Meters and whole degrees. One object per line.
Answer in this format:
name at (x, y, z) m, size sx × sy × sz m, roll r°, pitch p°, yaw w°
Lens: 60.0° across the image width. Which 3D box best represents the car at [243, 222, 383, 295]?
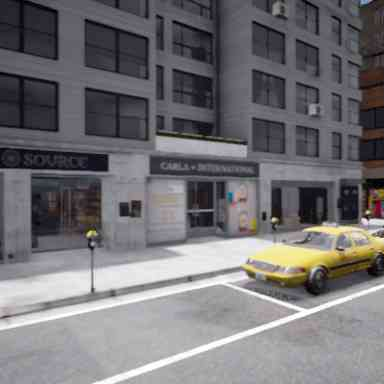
car at (3.460, 1.503, 8.658) m, size 4.829 × 1.417 × 1.752 m, roll 0°, pitch 0°, yaw -36°
